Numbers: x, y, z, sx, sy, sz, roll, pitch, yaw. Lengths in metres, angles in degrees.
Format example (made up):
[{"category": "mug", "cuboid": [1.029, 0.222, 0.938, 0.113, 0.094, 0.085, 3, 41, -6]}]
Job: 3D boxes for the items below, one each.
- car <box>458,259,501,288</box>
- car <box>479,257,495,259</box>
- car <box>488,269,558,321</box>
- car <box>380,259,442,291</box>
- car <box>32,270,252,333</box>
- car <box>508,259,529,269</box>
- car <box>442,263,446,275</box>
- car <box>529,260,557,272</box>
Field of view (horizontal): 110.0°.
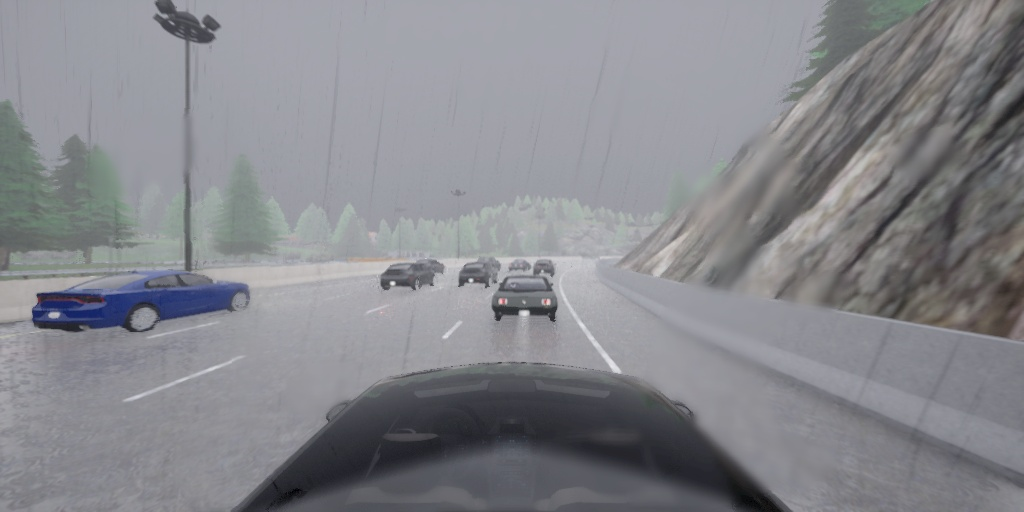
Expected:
[{"category": "car", "cuboid": [-2.062, 1.125, 22.770, 1.837, 1.490, 4.892, 0, 0, 6]}, {"category": "car", "cuboid": [-2.652, 0.865, 40.534, 2.097, 1.767, 4.553, 0, 0, 12]}, {"category": "car", "cuboid": [0.482, 1.289, 12.198, 1.895, 1.301, 4.718, 0, 0, 3]}, {"category": "car", "cuboid": [-5.816, 1.130, 20.618, 1.837, 1.490, 4.892, 0, 0, 6]}, {"category": "car", "cuboid": [-10.109, 1.154, 10.486, 1.882, 1.535, 5.008, 0, 0, 3]}, {"category": "car", "cuboid": [0.941, 1.067, 40.829, 2.033, 1.411, 5.357, 0, 0, 12]}, {"category": "car", "cuboid": [-7.636, 1.051, 33.170, 1.837, 1.490, 4.892, 0, 0, 9]}, {"category": "car", "cuboid": [3.070, 1.073, 33.450, 1.837, 1.490, 4.892, 0, 0, 10]}]
